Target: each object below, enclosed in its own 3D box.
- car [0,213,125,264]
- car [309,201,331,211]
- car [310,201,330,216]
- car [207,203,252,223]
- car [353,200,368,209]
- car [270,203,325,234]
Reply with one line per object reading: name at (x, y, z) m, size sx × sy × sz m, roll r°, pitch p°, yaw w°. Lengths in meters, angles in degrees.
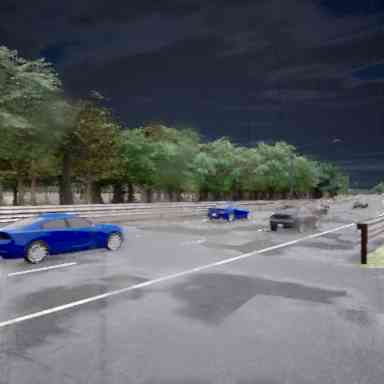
car at (-4.720, 1.525, 12.193) m, size 1.882 × 1.535 × 5.008 m, roll 1°, pitch 0°, yaw 39°
car at (19.022, 2.023, 49.406) m, size 1.994 × 1.385 × 4.181 m, roll 0°, pitch 0°, yaw 36°
car at (12.859, 1.842, 34.901) m, size 1.812 × 1.442 × 4.674 m, roll 0°, pitch 0°, yaw 37°
car at (3.257, 1.662, 28.012) m, size 1.882 × 1.535 × 5.008 m, roll 1°, pitch 0°, yaw 37°
car at (29.403, 2.179, 57.844) m, size 2.033 × 1.411 × 5.357 m, roll 0°, pitch 0°, yaw 35°
car at (6.558, 1.700, 21.006) m, size 1.837 × 1.490 × 4.892 m, roll 1°, pitch 0°, yaw 38°
